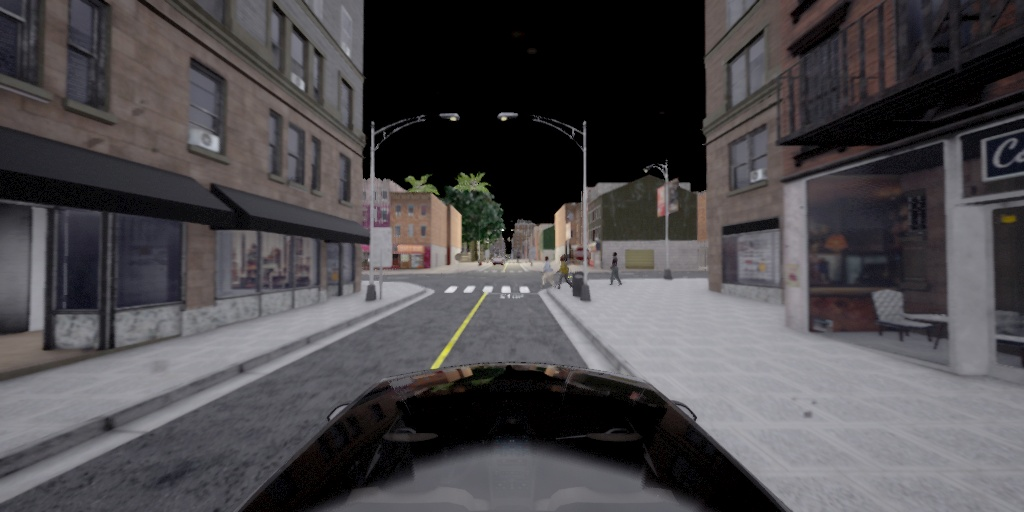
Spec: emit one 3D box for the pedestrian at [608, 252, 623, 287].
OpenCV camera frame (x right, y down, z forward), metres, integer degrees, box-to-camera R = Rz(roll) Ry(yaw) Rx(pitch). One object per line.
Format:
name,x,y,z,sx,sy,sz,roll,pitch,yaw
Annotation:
pedestrian,5.456,0.677,18.917,0.375,1.860,0.375,1,-1,0

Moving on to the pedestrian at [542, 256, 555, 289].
pedestrian,1.983,0.857,19.513,0.375,1.860,0.375,1,-1,0

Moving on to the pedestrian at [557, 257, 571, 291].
pedestrian,2.645,0.865,18.313,0.375,1.860,0.375,1,-1,0

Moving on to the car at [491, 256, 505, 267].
car,-2.483,1.077,64.570,1.882,1.535,5.008,0,0,0
